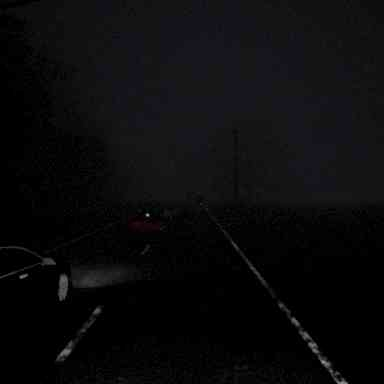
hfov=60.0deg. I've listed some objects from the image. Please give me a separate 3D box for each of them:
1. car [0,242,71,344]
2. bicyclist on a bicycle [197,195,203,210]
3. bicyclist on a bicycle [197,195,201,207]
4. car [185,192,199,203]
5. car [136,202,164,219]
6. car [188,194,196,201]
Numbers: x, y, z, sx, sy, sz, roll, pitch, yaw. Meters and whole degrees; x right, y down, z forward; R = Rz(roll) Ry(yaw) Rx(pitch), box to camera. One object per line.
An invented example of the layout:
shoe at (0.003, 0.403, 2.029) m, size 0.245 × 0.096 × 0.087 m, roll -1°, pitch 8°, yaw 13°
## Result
car at (-3.401, 1.480, 4.958) m, size 1.837 × 1.490 × 4.892 m, roll 0°, pitch 0°, yaw 0°
bicyclist on a bicycle at (0.971, 1.188, 37.904) m, size 0.659 × 1.776 × 1.843 m, roll 0°, pitch 0°, yaw 0°
bicyclist on a bicycle at (0.971, 1.228, 46.695) m, size 0.582 × 1.620 × 1.656 m, roll 0°, pitch 0°, yaw 0°
car at (0.020, 0.941, 59.115) m, size 2.150 × 2.045 × 5.566 m, roll 0°, pitch 1°, yaw 0°
car at (-3.395, 1.467, 27.694) m, size 1.895 × 1.301 × 4.718 m, roll 0°, pitch 0°, yaw 0°
car at (0.012, 1.163, 75.685) m, size 1.812 × 1.442 × 4.674 m, roll 0°, pitch 0°, yaw 0°
